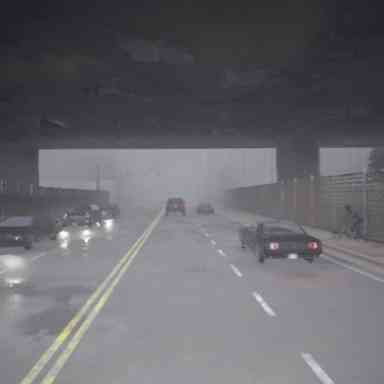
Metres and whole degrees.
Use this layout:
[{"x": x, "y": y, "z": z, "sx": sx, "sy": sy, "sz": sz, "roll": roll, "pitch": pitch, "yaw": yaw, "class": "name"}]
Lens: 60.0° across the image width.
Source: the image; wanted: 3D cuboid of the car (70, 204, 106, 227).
[{"x": -8.371, "y": 1.720, "z": 25.685, "sx": 2.097, "sy": 1.767, "sz": 4.553, "roll": -1, "pitch": -1, "yaw": -3, "class": "car"}]

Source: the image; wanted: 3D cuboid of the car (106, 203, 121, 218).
[{"x": -8.858, "y": 1.969, "z": 35.646, "sx": 2.128, "sy": 1.511, "sz": 4.902, "roll": -1, "pitch": -1, "yaw": -3, "class": "car"}]

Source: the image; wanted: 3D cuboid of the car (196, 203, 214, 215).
[{"x": 1.546, "y": 1.965, "z": 40.215, "sx": 1.994, "sy": 1.385, "sz": 4.181, "roll": -1, "pitch": -1, "yaw": -3, "class": "car"}]

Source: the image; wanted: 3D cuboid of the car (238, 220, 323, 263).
[{"x": 2.984, "y": 1.695, "z": 12.344, "sx": 1.895, "sy": 1.301, "sz": 4.718, "roll": -1, "pitch": -1, "yaw": -2, "class": "car"}]

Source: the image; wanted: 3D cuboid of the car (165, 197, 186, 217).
[{"x": -1.847, "y": 1.636, "z": 37.632, "sx": 2.150, "sy": 2.045, "sz": 5.566, "roll": -1, "pitch": -1, "yaw": -3, "class": "car"}]

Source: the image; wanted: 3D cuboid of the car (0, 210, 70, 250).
[{"x": -7.871, "y": 1.808, "z": 15.912, "sx": 2.033, "sy": 1.411, "sz": 5.357, "roll": -1, "pitch": -1, "yaw": -3, "class": "car"}]

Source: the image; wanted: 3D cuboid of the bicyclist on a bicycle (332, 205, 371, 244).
[{"x": 6.682, "y": 1.367, "z": 13.939, "sx": 1.656, "sy": 1.620, "sz": 0.582, "roll": 0, "pitch": -1, "yaw": -3, "class": "bicyclist on a bicycle"}]

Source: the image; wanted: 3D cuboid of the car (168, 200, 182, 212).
[{"x": -2.451, "y": 2.011, "z": 48.417, "sx": 1.882, "sy": 1.535, "sz": 5.008, "roll": -1, "pitch": -1, "yaw": -3, "class": "car"}]
